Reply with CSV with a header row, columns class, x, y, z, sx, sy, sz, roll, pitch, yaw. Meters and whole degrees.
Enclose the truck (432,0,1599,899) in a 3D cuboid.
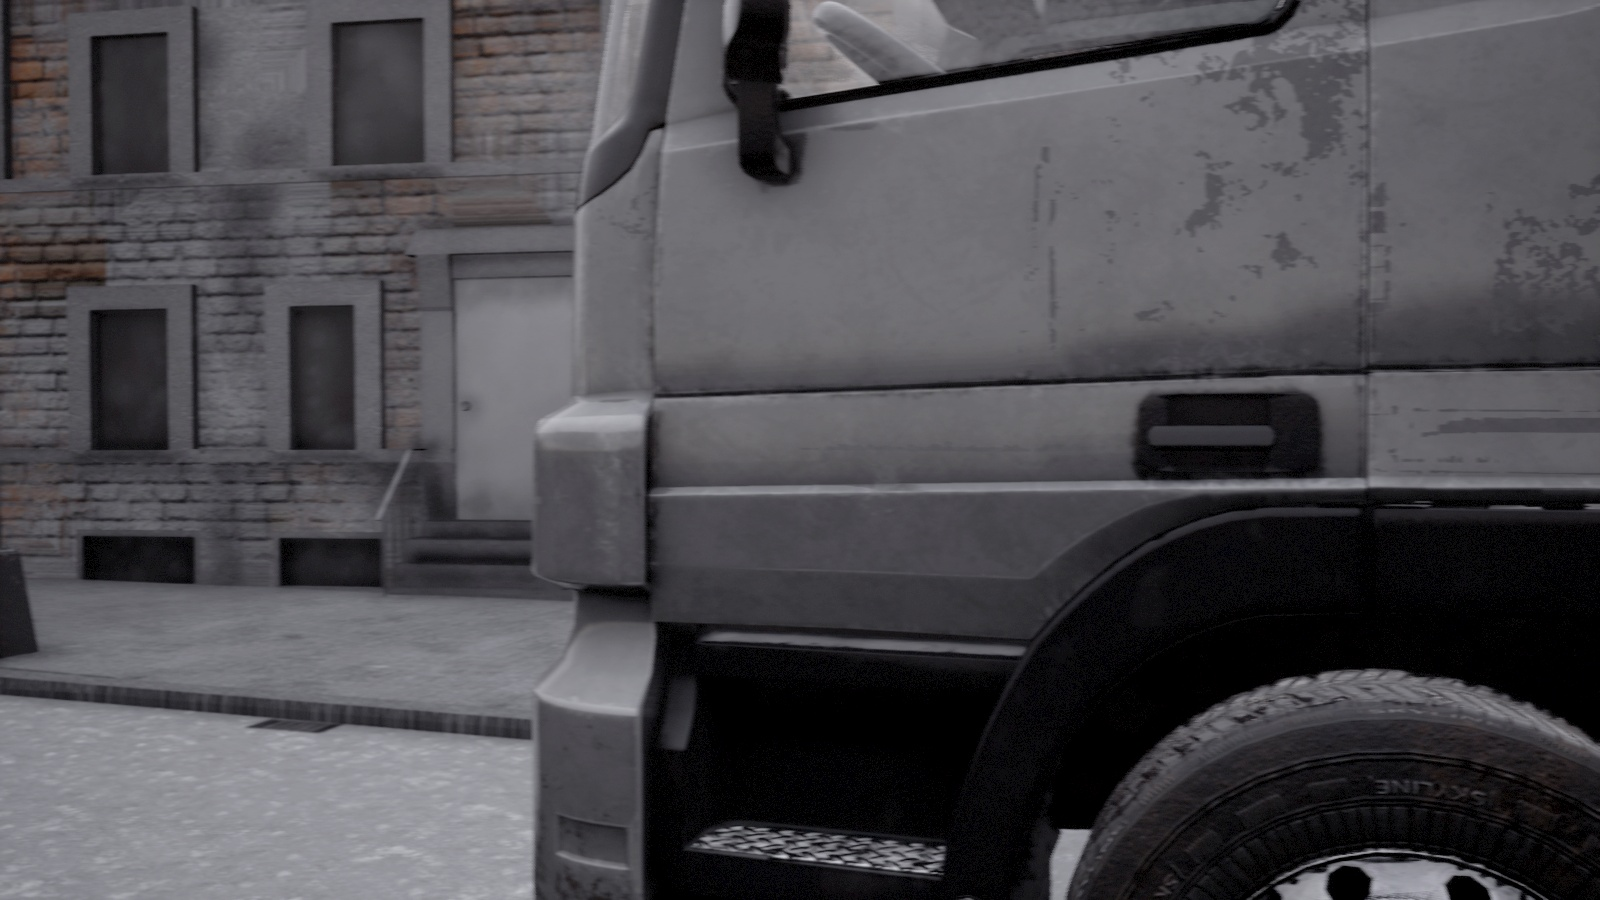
class,x,y,z,sx,sy,sz,roll,pitch,yaw
truck,3.513,-0.182,2.524,7.936,3.462,2.891,1,1,19
